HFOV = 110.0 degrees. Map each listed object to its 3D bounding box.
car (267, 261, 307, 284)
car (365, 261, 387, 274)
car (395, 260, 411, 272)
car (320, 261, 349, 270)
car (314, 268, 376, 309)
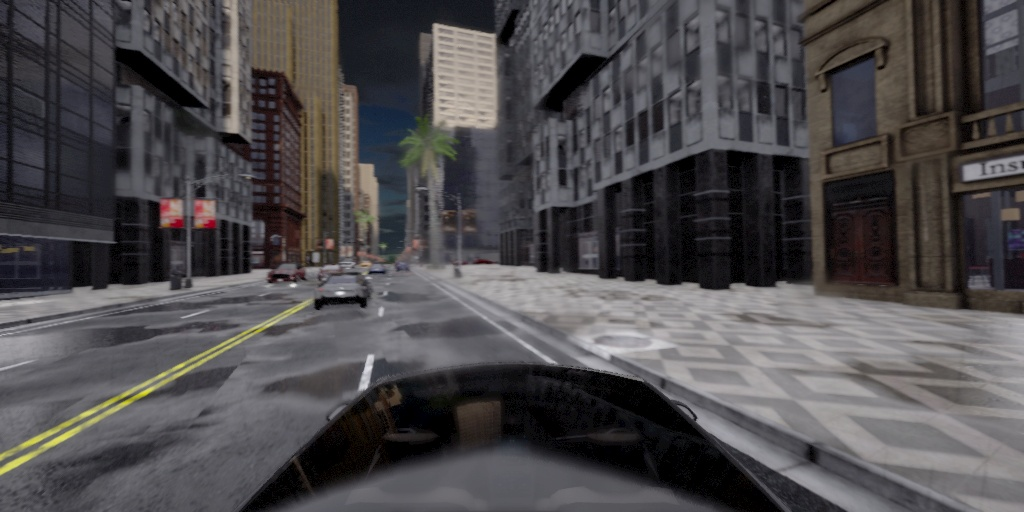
[{"bbox_3d":[-19.241,1.365,30.819,2.097,1.767,4.553,-1,0,-18],"label":"car"},{"bbox_3d":[-16.723,1.583,44.591,1.994,1.385,4.181,-1,0,-18],"label":"car"},{"bbox_3d":[-16.088,1.570,53.064,1.812,1.442,4.674,-1,0,-18],"label":"car"},{"bbox_3d":[-16.580,1.510,33.131,1.812,1.442,4.674,-1,0,-18],"label":"car"},{"bbox_3d":[-7.214,1.402,15.650,1.994,1.385,4.181,-1,0,-18],"label":"car"}]
